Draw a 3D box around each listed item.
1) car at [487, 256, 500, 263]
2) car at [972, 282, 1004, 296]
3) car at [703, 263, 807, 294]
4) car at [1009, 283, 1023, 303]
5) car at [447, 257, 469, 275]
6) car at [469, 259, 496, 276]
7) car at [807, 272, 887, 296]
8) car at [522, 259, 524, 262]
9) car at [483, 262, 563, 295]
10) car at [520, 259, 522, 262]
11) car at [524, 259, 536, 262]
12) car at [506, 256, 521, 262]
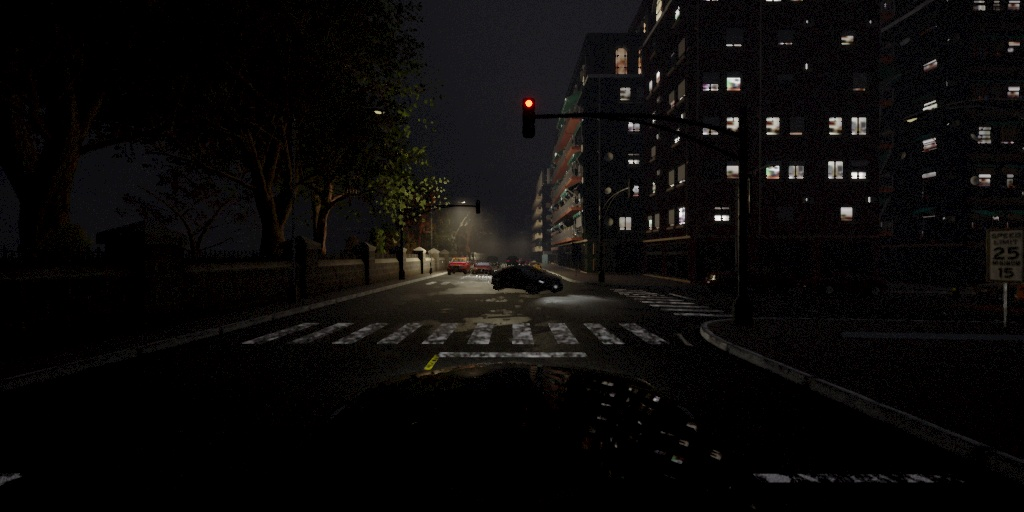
[{"bbox_3d":[-3.031,0.987,55.832,2.150,2.045,5.566,0,0,0],"label":"car"},{"bbox_3d":[31.538,1.857,22.141,4.829,1.417,1.751,0,0,0],"label":"car"},{"bbox_3d":[14.621,1.338,22.106,5.009,1.841,2.192,0,0,0],"label":"car"},{"bbox_3d":[26.407,1.737,16.340,5.008,1.535,1.882,1,0,0],"label":"car"},{"bbox_3d":[-5.649,1.069,38.713,2.192,1.841,5.009,0,0,0],"label":"car"},{"bbox_3d":[-3.060,1.319,37.954,1.994,1.385,4.181,0,0,0],"label":"car"},{"bbox_3d":[20.316,1.671,22.118,4.507,1.381,1.888,0,0,0],"label":"car"},{"bbox_3d":[2.743,1.306,49.774,1.888,1.381,4.507,0,0,0],"label":"car"},{"bbox_3d":[0.679,1.275,19.858,1.812,1.442,4.674,-1,1,-41],"label":"car"},{"bbox_3d":[2.749,1.316,55.310,2.007,1.370,4.403,0,0,0],"label":"car"},{"bbox_3d":[2.737,1.283,44.409,1.751,1.417,4.829,0,0,0],"label":"car"},{"bbox_3d":[0.068,0.993,63.637,2.150,2.045,5.566,0,0,0],"label":"car"}]
